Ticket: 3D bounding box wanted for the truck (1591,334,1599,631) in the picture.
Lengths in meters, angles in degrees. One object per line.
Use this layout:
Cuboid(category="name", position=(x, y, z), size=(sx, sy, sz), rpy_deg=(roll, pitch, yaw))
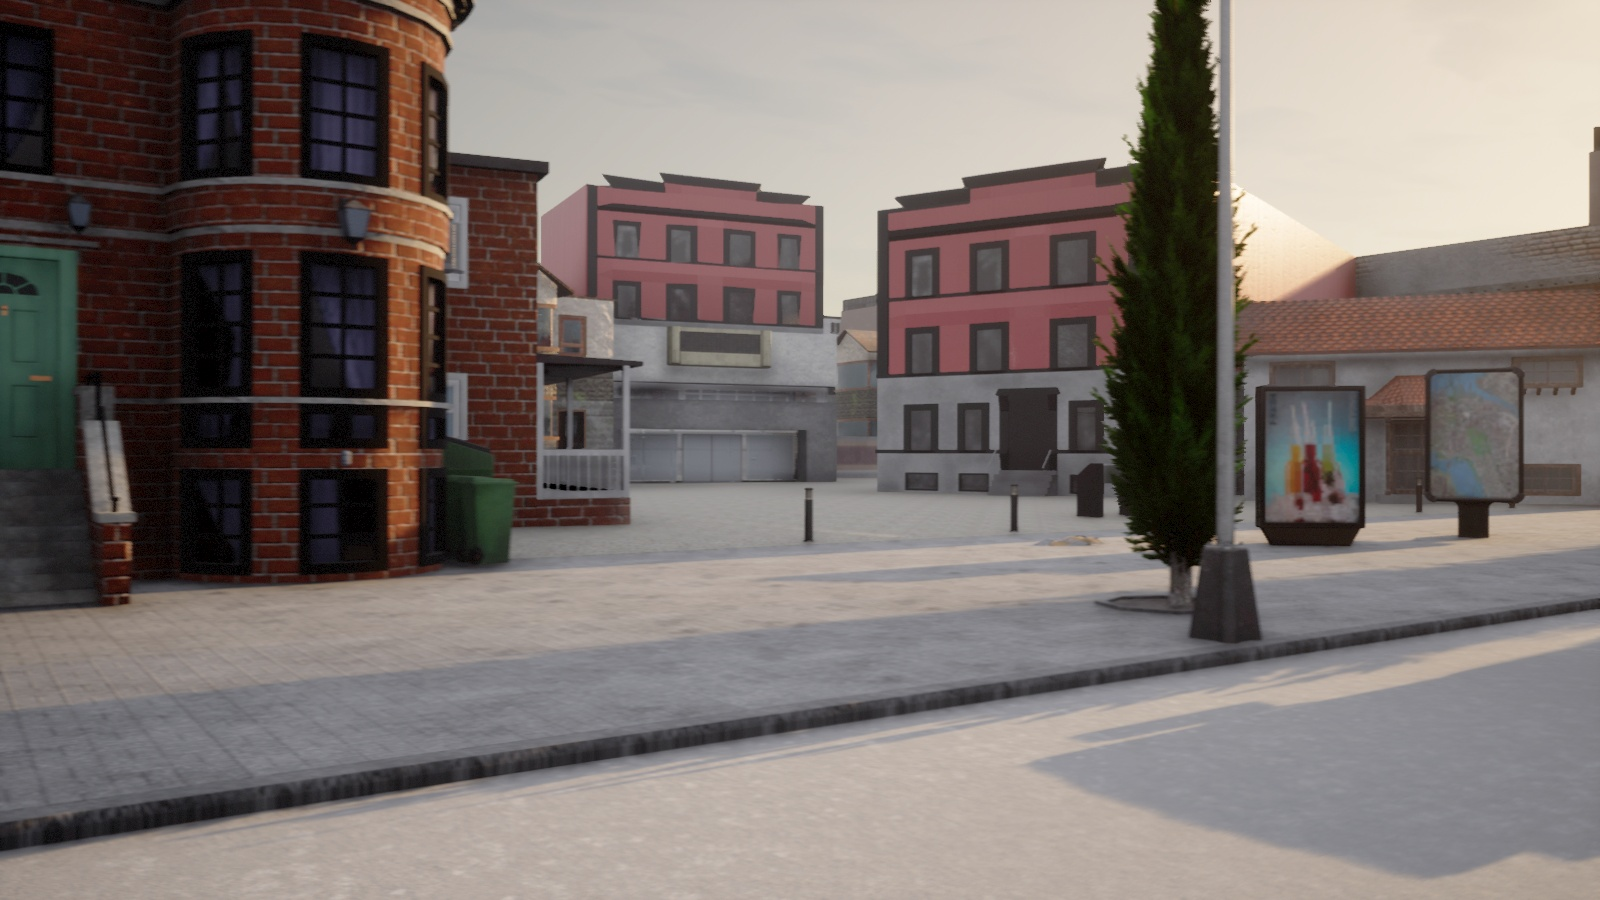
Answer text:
Cuboid(category="truck", position=(9.474, 0.265, 10.867), size=(5.204, 2.467, 2.627), rpy_deg=(0, 0, -35))
